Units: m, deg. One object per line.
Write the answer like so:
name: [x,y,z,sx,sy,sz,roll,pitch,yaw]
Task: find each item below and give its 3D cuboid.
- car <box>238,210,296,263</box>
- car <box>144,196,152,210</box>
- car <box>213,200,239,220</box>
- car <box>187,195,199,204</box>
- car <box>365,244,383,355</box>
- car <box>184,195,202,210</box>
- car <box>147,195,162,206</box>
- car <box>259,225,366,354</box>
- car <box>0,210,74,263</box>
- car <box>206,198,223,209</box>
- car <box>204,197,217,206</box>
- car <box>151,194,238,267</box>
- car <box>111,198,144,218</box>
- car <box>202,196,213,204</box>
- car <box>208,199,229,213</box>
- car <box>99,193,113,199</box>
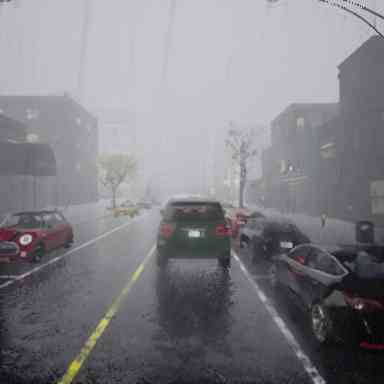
car: [2.703,1.543,11.595,1.947,1.339,4.313,1,0,0]
car: [-5.788,1.474,40.909,2.008,1.369,4.403,1,0,0]
car: [2.771,1.471,28.058,1.752,1.417,4.829,0,0,0]
car: [0.126,1.385,60.143,2.128,1.511,4.902,0,0,0]
car: [2.701,1.314,0.528,2.192,1.841,5.009,1,0,0]
car: [0.118,1.273,41.983,2.097,1.767,4.553,0,0,0]
car: [-5.789,1.346,51.728,1.967,1.590,4.097,0,0,0]
car: [2.701,1.554,6.061,1.947,1.339,4.313,1,0,0]
car: [-5.676,1.417,11.599,1.967,1.590,4.097,1,0,0]
car: [2.846,1.484,43.824,1.947,1.339,4.313,0,0,0]
car: [2.850,1.486,52.825,1.802,1.307,4.206,0,0,0]
car: [0.040,1.199,11.467,2.150,2.045,5.566,0,0,0]
car: [-5.739,1.468,29.674,1.752,1.417,4.829,1,0,0]
car: [2.853,1.436,61.827,1.887,1.381,4.507,0,0,0]
car: [2.814,1.482,36.279,2.008,1.369,4.403,0,0,0]
car: [-19.964,1.034,75.172,4.507,1.381,1.887,1,-2,0]
